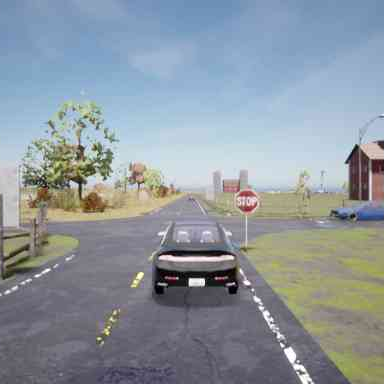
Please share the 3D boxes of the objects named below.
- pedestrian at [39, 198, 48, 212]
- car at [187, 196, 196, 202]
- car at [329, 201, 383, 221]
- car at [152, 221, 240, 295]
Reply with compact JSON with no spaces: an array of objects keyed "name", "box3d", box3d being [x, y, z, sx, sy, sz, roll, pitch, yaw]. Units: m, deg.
[{"name":"pedestrian","box3d":[-12.207,1.416,27.231,0.375,1.860,0.375,0,1,0]},{"name":"car","box3d":[-0.141,1.547,78.787,2.033,1.411,5.357,0,0,0]},{"name":"car","box3d":[12.923,1.331,24.090,5.357,1.411,2.033,-1,0,2]},{"name":"car","box3d":[0.085,1.492,8.716,2.128,1.511,4.902,0,0,0]}]
